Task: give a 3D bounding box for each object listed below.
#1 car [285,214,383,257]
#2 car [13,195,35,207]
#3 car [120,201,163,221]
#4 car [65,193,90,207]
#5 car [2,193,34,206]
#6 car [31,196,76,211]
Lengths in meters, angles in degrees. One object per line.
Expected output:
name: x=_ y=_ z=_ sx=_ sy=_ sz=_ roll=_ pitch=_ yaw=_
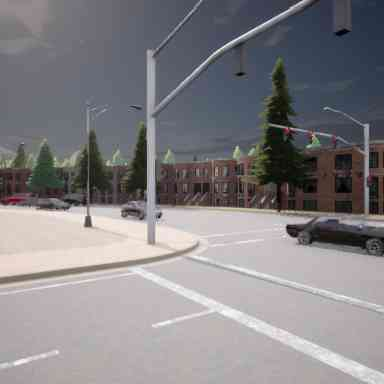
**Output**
car: x=6.170 y=1.601 z=13.262 sx=1.895 sy=1.301 sz=4.718 roll=0 pitch=0 yaw=-35
car: x=-24.176 y=1.547 z=51.132 sx=5.357 sy=1.411 sz=2.033 roll=0 pitch=0 yaw=17
car: x=-4.250 y=1.492 z=27.610 sx=2.128 sy=1.511 sz=4.902 roll=0 pitch=0 yaw=-37
car: x=-18.919 y=1.221 z=52.865 sx=5.566 sy=2.045 sz=2.150 roll=0 pitch=0 yaw=23
car: x=-29.038 y=1.221 z=55.918 sx=5.566 sy=2.045 sz=2.150 roll=0 pitch=0 yaw=10
car: x=-16.621 y=1.504 z=39.823 sx=4.892 sy=1.490 sz=1.837 roll=0 pitch=0 yaw=31
